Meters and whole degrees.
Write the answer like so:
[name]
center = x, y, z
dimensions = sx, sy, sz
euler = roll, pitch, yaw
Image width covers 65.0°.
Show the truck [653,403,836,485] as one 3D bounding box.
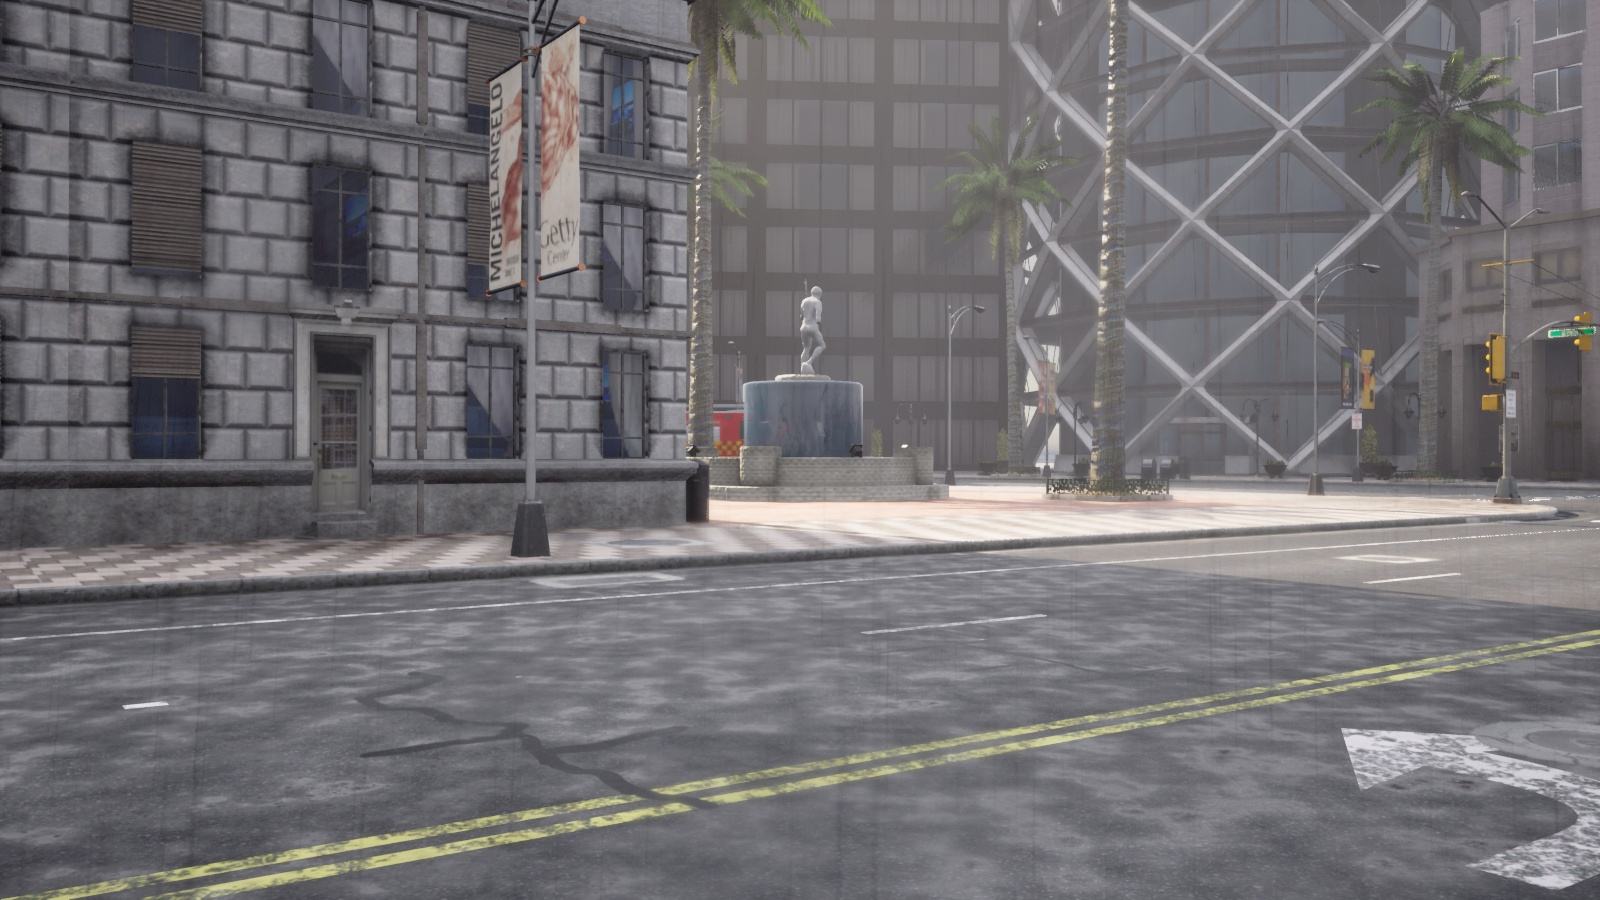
[truck]
center = -2.555, -0.268, 59.760
dimensions = 8.468, 3.827, 2.891
euler = 0, 0, 3
